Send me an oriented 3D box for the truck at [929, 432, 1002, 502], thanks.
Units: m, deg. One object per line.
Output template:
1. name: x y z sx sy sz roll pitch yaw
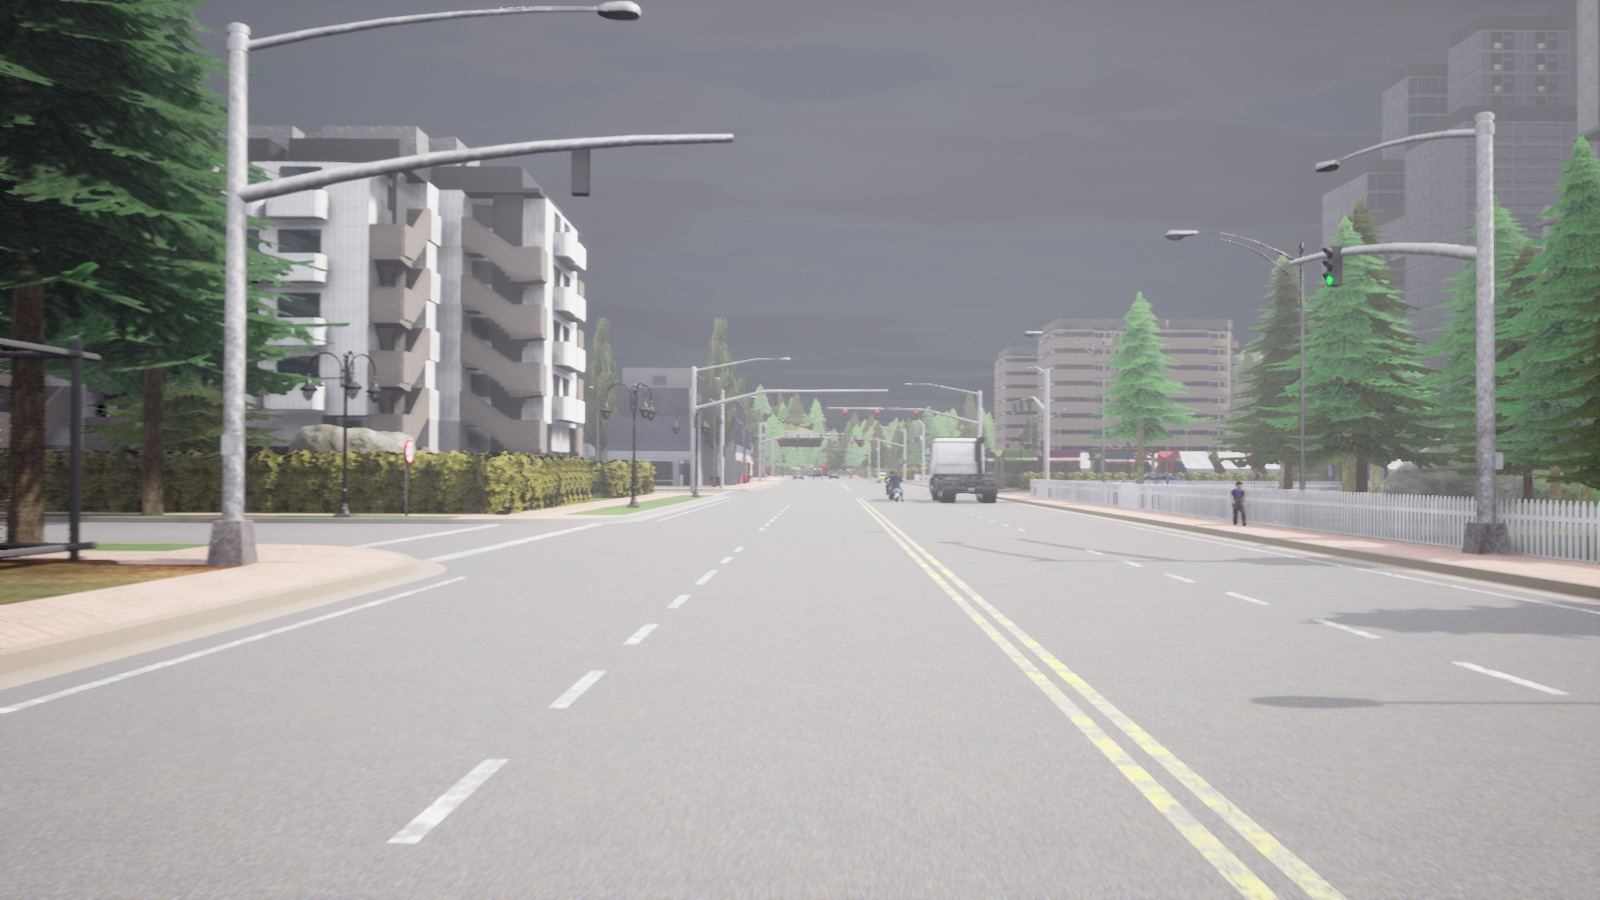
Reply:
1. truck: 8.524 0.906 65.563 2.891 3.462 7.936 0 -1 1

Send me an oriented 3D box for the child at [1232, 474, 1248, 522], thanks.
1. child: 11.784 1.280 33.632 0.270 1.263 0.437 0 -1 1

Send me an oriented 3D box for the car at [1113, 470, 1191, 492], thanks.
1. car: 24.901 2.205 88.943 5.008 1.535 1.882 0 -1 0
